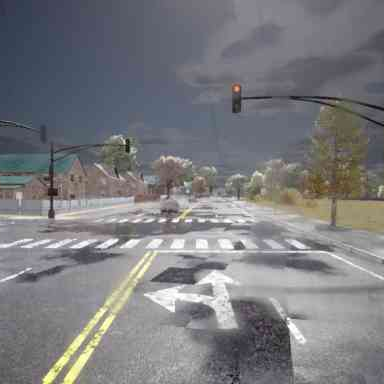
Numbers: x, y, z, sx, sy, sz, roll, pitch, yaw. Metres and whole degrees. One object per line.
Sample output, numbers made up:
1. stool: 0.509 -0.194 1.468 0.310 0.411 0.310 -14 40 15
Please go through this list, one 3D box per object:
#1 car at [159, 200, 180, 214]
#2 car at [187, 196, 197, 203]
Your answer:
1. car: -2.331 1.603 35.882 1.837 1.490 4.892 0 0 3
2. car: 0.163 1.657 73.842 1.812 1.442 4.674 0 0 5
